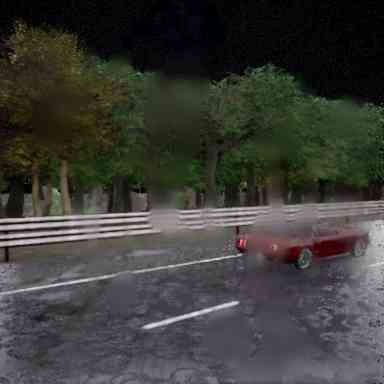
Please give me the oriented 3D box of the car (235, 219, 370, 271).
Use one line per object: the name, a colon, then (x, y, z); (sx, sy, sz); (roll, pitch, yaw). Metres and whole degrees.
car: (3.719, 1.532, 10.699); (4.718, 1.301, 1.895); (-1, 0, -35)
